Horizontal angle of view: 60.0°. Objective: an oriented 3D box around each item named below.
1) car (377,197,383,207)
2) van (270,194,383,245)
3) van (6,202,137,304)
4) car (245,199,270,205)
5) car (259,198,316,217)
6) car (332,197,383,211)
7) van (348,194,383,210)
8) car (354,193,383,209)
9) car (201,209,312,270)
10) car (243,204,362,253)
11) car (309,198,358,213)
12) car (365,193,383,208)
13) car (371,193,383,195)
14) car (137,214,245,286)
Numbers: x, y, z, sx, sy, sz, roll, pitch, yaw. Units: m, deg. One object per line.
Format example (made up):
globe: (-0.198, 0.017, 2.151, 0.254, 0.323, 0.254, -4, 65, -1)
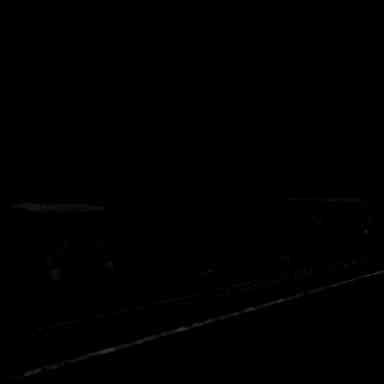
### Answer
car: (29.586, 1.481, 47.775, 2.163, 1.488, 4.792, 0, 0, -36)
van: (5.886, 1.244, 14.560, 1.878, 1.987, 4.442, 0, 0, -36)
van: (-3.233, 1.246, 8.036, 1.878, 1.987, 4.442, 0, 0, -36)
car: (7.023, 1.470, 31.606, 2.231, 1.521, 4.892, 0, 0, -36)
car: (9.392, 1.466, 33.066, 1.946, 1.575, 5.366, 0, 0, -36)
car: (20.464, 1.463, 41.443, 1.946, 1.575, 5.366, 0, 0, -36)
van: (22.761, 1.240, 43.001, 1.878, 1.987, 4.442, 0, 0, -36)
car: (25.070, 1.213, 44.545, 2.435, 2.045, 5.566, 0, 0, -36)
car: (1.276, 1.500, 11.369, 2.163, 1.488, 4.792, 0, 0, -36)
car: (3.542, 1.470, 13.020, 2.097, 1.535, 5.008, 0, 0, -36)
car: (16.074, 1.497, 38.039, 2.163, 1.488, 4.792, 0, 0, -36)
car: (27.362, 1.208, 46.114, 2.435, 2.045, 5.566, 0, 0, -36)
car: (14.955, 1.216, 21.156, 2.435, 2.045, 5.566, 0, 0, -36)
car: (-1.004, 1.501, 9.738, 2.163, 1.488, 4.792, 0, 0, -36)
